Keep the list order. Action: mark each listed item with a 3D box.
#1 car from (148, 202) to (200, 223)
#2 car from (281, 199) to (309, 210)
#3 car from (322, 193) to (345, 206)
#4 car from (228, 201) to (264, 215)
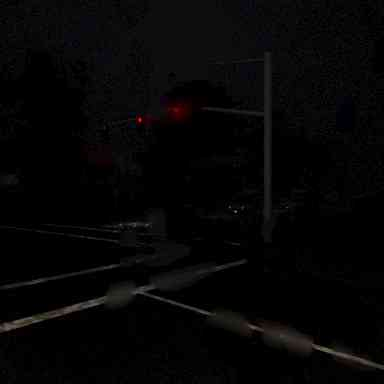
[{"bbox_3d":[-1.288,1.526,25.934,1.812,1.442,4.674,0,0,41],"label":"car"},{"bbox_3d":[13.166,1.601,42.547,1.895,1.301,4.718,0,0,41],"label":"car"},{"bbox_3d":[22.828,1.223,53.554,2.150,2.045,5.566,0,0,42],"label":"car"},{"bbox_3d":[5.678,1.601,33.943,1.895,1.301,4.718,0,0,41],"label":"car"}]
